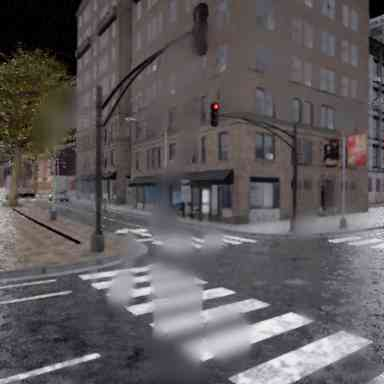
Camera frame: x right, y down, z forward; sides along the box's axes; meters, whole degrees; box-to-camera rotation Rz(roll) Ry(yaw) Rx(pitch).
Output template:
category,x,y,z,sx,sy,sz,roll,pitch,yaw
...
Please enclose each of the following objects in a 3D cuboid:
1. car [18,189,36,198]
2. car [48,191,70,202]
category,x,y,z,sx,sy,sz,roll,pitch,yaw
car,-24.669,0.213,49.573,1.895,1.301,4.718,1,3,-35
car,-17.962,0.587,44.854,2.033,1.411,5.357,1,3,-35
